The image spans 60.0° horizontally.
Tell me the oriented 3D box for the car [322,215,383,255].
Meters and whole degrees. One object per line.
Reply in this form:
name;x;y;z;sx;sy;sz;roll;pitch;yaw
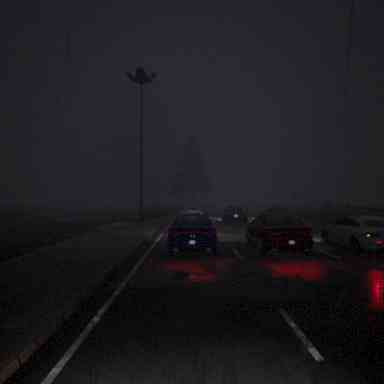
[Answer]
car;7.024;1.678;13.820;1.812;1.442;4.674;0;0;0

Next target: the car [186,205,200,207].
car;0.095;1.841;28.817;1.812;1.442;4.674;0;0;2

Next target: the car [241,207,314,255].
car;3.528;1.633;14.159;1.882;1.535;5.008;0;0;0

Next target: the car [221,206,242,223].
car;3.574;1.875;28.311;1.994;1.385;4.181;0;-1;2

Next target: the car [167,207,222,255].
car;0.029;1.633;14.174;1.882;1.535;5.008;0;0;0
